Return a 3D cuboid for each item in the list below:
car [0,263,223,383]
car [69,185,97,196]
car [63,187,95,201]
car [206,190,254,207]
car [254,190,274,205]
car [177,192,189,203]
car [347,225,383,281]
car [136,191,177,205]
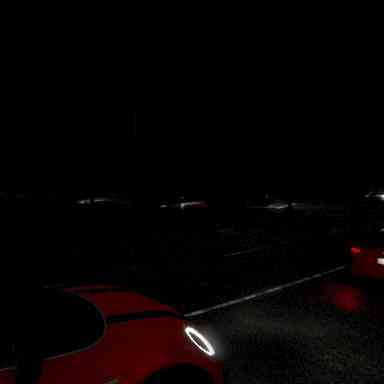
[{"bbox_3d":[-1.912,1.351,2.571,4.553,1.767,2.097,0,0,-35],"label":"car"},{"bbox_3d":[-18.283,-0.103,55.214,5.566,2.045,2.150,2,4,33],"label":"car"},{"bbox_3d":[-17.496,0.446,50.533,4.892,1.490,1.837,2,4,33],"label":"car"},{"bbox_3d":[3.847,0.843,36.677,4.902,1.511,2.128,0,3,33],"label":"car"},{"bbox_3d":[7.138,0.527,38.729,4.553,1.767,2.097,-1,2,32],"label":"car"},{"bbox_3d":[-2.684,0.652,45.081,4.892,1.490,1.837,1,3,33],"label":"car"},{"bbox_3d":[5.802,1.476,8.665,4.181,1.385,1.994,-1,1,-41],"label":"car"},{"bbox_3d":[-4.861,0.786,42.325,5.008,1.535,1.882,1,3,33],"label":"car"}]
